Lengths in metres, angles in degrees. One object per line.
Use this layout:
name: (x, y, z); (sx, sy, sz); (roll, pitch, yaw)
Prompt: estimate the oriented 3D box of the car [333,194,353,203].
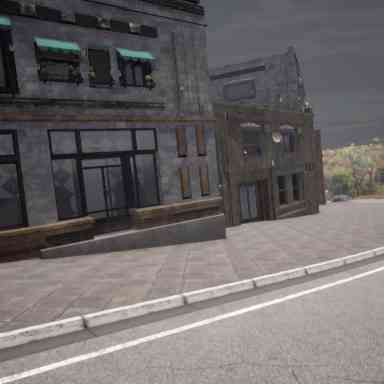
car: (31.436, 1.313, 69.613); (2.097, 1.767, 4.553); (-6, -2, -8)
